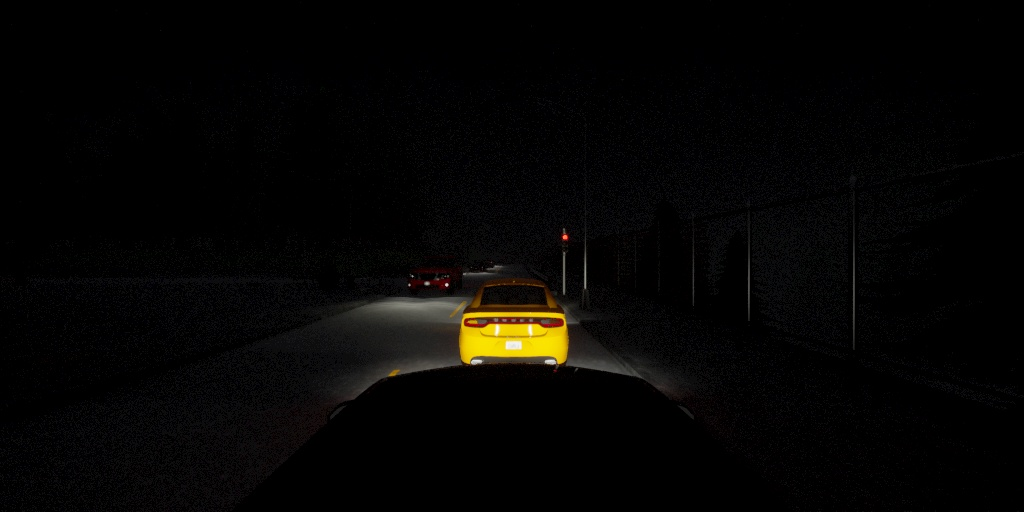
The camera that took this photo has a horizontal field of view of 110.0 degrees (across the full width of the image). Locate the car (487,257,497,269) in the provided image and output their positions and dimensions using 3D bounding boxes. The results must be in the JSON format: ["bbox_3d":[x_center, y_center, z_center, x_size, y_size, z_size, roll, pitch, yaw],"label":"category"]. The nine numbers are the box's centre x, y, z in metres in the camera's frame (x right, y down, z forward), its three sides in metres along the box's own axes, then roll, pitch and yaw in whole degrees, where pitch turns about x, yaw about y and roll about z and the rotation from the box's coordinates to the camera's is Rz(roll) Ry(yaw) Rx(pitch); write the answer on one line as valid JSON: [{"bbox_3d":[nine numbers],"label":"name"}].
[{"bbox_3d":[-4.082,1.102,58.228,2.097,1.767,4.553,0,0,0],"label":"car"}]

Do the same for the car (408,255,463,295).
[{"bbox_3d":[-4.099,0.971,20.071,2.150,2.045,5.566,0,0,0],"label":"car"}]

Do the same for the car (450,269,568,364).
[{"bbox_3d":[0.047,1.228,8.009,1.882,1.535,5.008,0,0,0],"label":"car"}]

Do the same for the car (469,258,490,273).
[{"bbox_3d":[-4.112,1.256,43.971,1.837,1.490,4.892,0,0,1],"label":"car"}]

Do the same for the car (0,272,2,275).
[{"bbox_3d":[-48.083,1.297,31.190,5.357,1.411,2.033,0,0,1],"label":"car"}]
